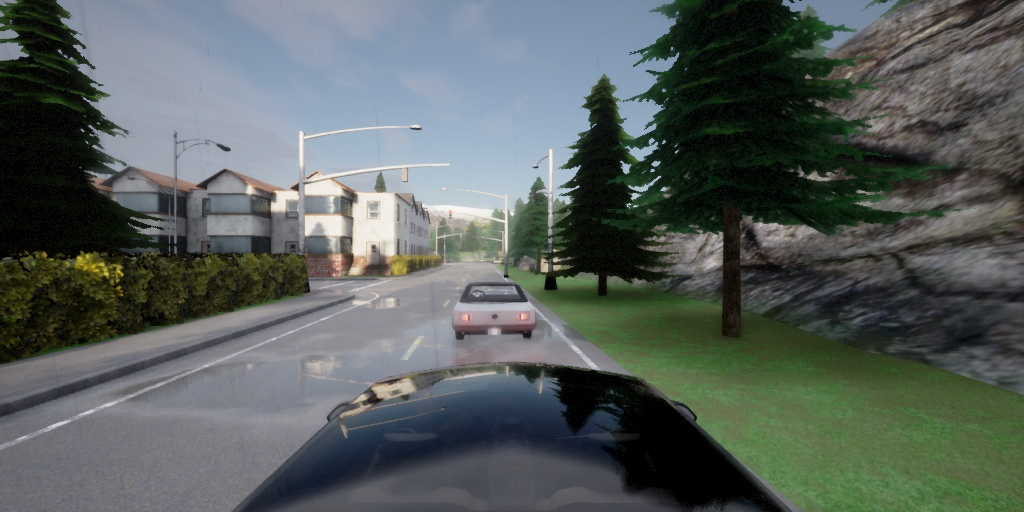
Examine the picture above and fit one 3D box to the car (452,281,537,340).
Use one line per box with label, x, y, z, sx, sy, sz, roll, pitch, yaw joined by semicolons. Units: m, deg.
car;-0.533;1.351;9.979;1.895;1.301;4.718;0;0;-4
